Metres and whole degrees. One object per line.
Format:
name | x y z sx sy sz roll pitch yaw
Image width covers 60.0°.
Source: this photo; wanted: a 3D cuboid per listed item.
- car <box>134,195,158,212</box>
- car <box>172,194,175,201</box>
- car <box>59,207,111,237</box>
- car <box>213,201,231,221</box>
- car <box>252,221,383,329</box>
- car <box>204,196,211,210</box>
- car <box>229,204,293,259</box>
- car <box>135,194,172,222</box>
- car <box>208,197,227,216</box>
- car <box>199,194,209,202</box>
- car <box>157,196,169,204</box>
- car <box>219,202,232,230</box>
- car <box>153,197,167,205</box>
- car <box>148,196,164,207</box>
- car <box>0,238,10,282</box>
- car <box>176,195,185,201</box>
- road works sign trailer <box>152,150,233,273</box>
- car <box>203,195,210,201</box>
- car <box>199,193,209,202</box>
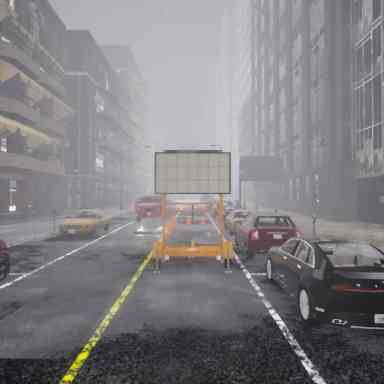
car | -5.588 1.316 40.802 2.192 1.841 5.009 1 0 0
car | -5.520 1.532 74.711 1.887 1.381 4.507 1 0 0
car | -5.640 1.530 18.025 1.752 1.417 4.829 1 0 0
car | 2.752 1.587 23.828 1.802 1.307 4.206 1 0 0
car | 2.716 1.553 6.872 2.008 1.369 4.403 1 0 0
car | 2.788 1.567 40.783 1.947 1.339 4.313 1 0 0
car | 2.730 1.444 12.525 1.967 1.590 4.097 1 0 0
car | -3.045 1.226 26.498 2.150 2.045 5.566 0 0 0
car | 2.766 1.444 29.478 1.967 1.590 4.097 1 0 0
car | 2.851 1.305 69.039 2.192 1.841 5.009 1 0 0
car | -5.544 1.559 63.407 1.947 1.339 4.313 1 0 0
car | 2.741 1.530 18.346 1.752 1.417 4.829 1 0 0
car | -5.556 1.540 57.757 1.887 1.381 4.507 1 0 0
car | -5.566 1.437 52.104 1.967 1.590 4.097 1 0 0
car | -5.662 1.442 6.891 1.967 1.590 4.097 1 0 0
car | -2.815 1.484 87.444 1.837 1.490 4.892 0 0 0
road works sign trailer | 0.023 0.467 10.642 2.380 3.560 2.880 0 0 0
car | 2.801 1.524 46.604 1.752 1.417 4.829 1 0 0
car | 2.876 1.298 80.342 2.192 1.841 5.009 1 0 0
